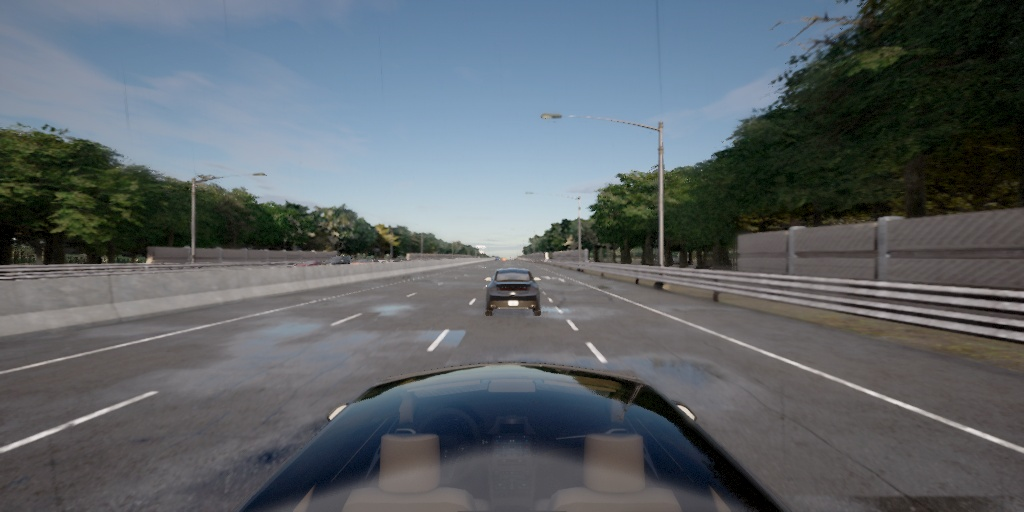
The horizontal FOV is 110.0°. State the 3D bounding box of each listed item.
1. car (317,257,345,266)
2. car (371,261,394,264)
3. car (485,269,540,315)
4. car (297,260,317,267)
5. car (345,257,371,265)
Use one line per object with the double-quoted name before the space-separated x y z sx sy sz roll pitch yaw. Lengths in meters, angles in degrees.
"car" -24.540 1.101 50.460 2.150 2.045 5.566 0 0 1
"car" -17.555 1.482 50.280 1.895 1.301 4.718 0 0 0
"car" 0.029 1.220 13.676 1.837 1.490 4.892 0 0 0
"car" -28.036 1.359 50.302 1.882 1.535 5.008 0 0 0
"car" -21.051 1.234 50.329 2.097 1.767 4.553 0 0 0
